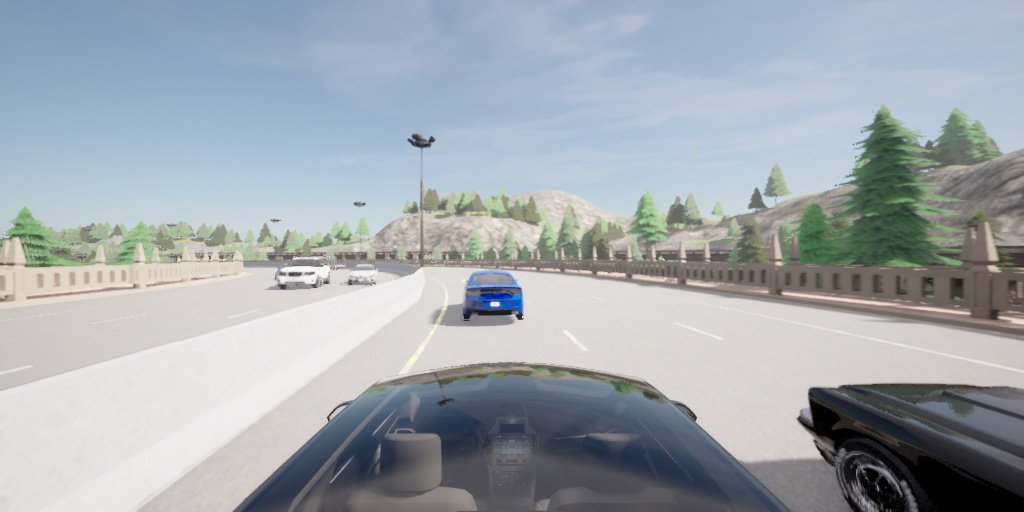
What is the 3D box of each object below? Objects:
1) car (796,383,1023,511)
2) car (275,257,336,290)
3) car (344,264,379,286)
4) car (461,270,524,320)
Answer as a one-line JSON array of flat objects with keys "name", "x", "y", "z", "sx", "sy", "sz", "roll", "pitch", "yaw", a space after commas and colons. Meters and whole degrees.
[{"name": "car", "x": 3.479, "y": 1.336, "z": 1.035, "sx": 1.895, "sy": 1.301, "sz": 4.718, "roll": 0, "pitch": 0, "yaw": 0}, {"name": "car", "x": -13.845, "y": 1.073, "z": 24.269, "sx": 2.150, "sy": 2.045, "sz": 5.566, "roll": 0, "pitch": 0, "yaw": -16}, {"name": "car", "x": -11.013, "y": 1.365, "z": 26.847, "sx": 1.812, "sy": 1.442, "sz": 4.674, "roll": 0, "pitch": 0, "yaw": -17}, {"name": "car", "x": -0.761, "y": 1.236, "z": 12.778, "sx": 1.882, "sy": 1.535, "sz": 5.008, "roll": 0, "pitch": 0, "yaw": -6}]
